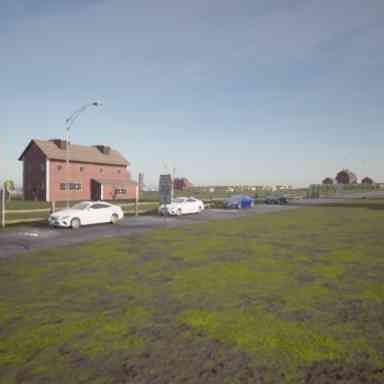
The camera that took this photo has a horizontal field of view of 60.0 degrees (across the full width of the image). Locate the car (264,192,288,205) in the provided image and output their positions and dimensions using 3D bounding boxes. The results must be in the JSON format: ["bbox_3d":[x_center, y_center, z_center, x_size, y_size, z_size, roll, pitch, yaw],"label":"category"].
[{"bbox_3d":[11.150,0.839,43.849,1.837,1.490,4.892,1,1,36],"label":"car"}]

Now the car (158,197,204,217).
[{"bbox_3d":[-0.794,1.163,27.476,1.812,1.442,4.674,1,1,36],"label":"car"}]

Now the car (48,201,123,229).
[{"bbox_3d":[-6.209,1.299,19.967,1.812,1.442,4.674,1,1,35],"label":"car"}]

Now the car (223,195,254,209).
[{"bbox_3d":[5.063,1.015,35.535,1.812,1.442,4.674,1,1,36],"label":"car"}]
